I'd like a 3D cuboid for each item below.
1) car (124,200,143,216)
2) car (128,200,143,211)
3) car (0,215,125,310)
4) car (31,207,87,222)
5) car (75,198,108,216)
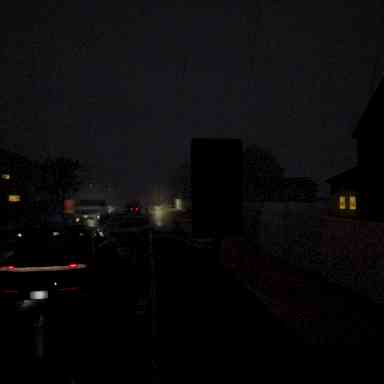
[{"bbox_3d":[-6.781,1.914,38.211,2.033,1.411,5.357,-1,0,-7],"label":"car"},{"bbox_3d":[-8.174,1.946,48.640,1.882,1.535,5.008,-1,0,-7],"label":"car"},{"bbox_3d":[-2.921,1.567,8.083,2.128,1.511,4.902,-1,0,-7],"label":"car"},{"bbox_3d":[-6.897,1.734,16.593,2.033,1.411,5.357,-1,-1,-8],"label":"car"},{"bbox_3d":[-8.347,1.516,27.797,2.150,2.045,5.566,-1,0,-7],"label":"car"}]
